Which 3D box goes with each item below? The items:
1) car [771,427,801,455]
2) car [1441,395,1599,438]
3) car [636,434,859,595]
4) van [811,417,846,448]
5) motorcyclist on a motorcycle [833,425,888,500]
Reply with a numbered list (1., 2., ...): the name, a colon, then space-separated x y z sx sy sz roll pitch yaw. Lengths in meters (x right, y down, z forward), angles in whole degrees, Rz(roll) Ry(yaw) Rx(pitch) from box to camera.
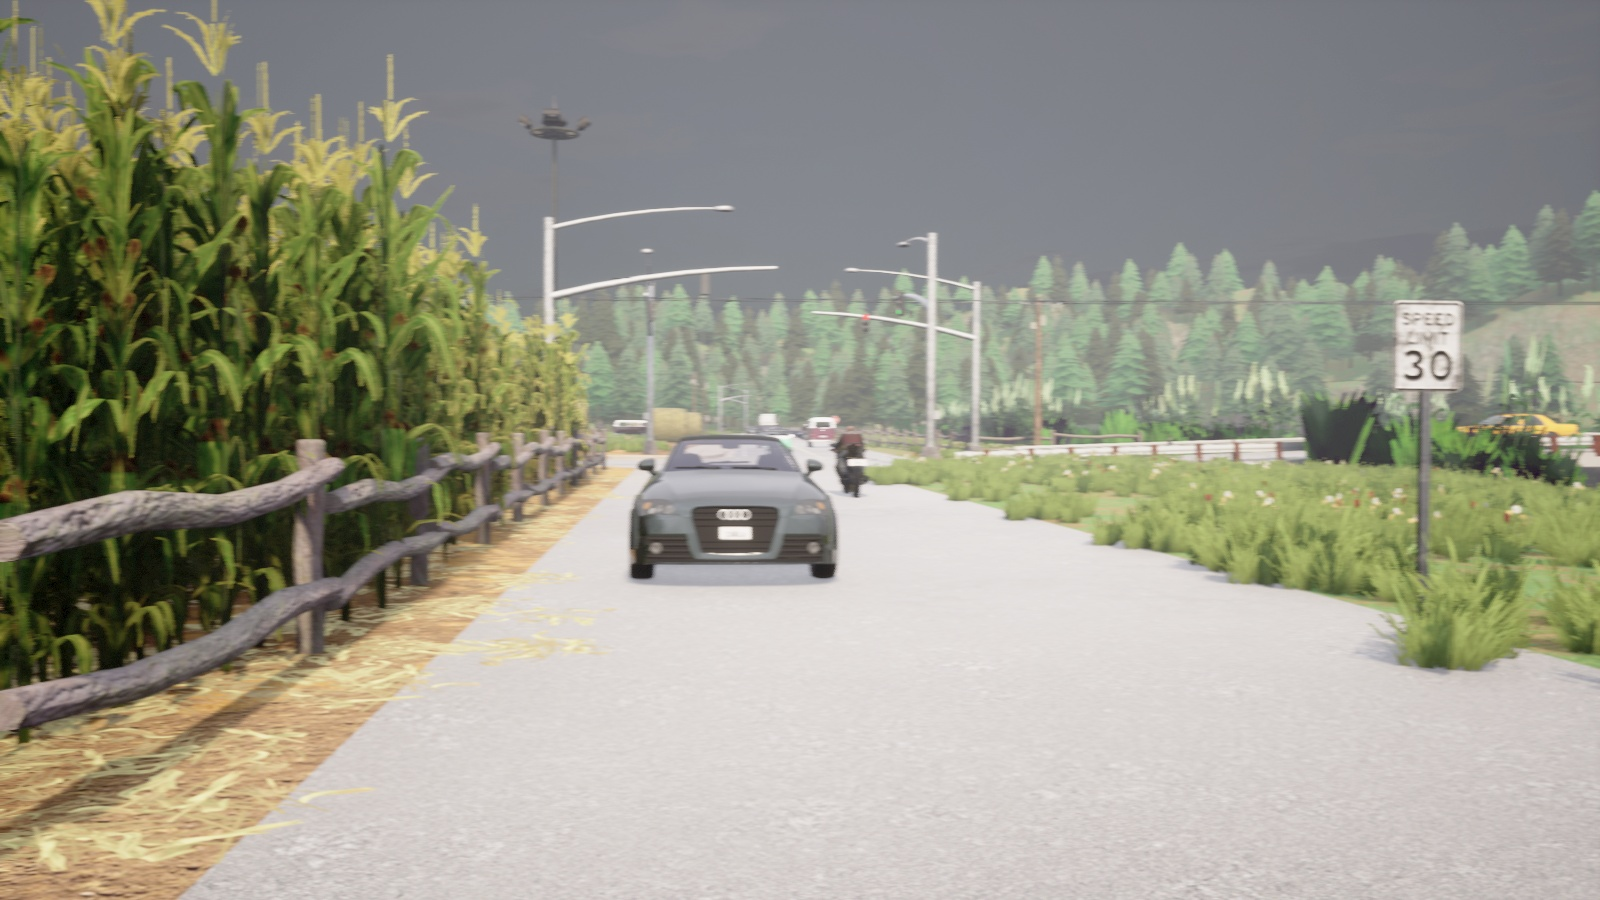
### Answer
1. car: -0.717 -0.472 64.687 1.481 1.376 2.207 -1 1 -2
2. car: 29.031 -1.349 50.648 5.366 1.575 1.801 -1 1 2
3. car: -0.624 0.545 13.385 1.994 1.385 4.181 -1 1 -4
4. van: 1.933 -1.236 85.751 2.069 2.038 4.480 -1 1 -2
5. motorcyclist on a motorcycle: 1.281 0.237 26.910 0.866 1.530 2.191 -1 1 -5
